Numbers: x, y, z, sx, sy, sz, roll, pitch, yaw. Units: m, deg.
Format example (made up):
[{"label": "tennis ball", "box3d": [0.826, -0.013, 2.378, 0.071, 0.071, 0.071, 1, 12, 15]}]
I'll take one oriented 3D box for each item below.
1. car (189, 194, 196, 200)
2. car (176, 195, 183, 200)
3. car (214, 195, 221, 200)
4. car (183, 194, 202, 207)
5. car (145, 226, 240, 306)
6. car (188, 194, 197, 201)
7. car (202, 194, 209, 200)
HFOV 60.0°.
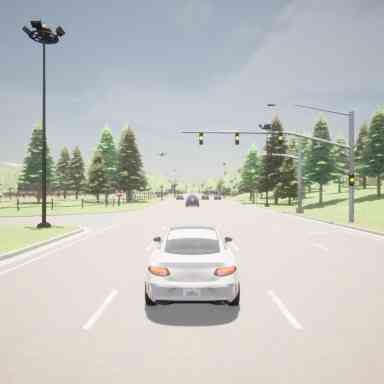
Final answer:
[{"label": "car", "box3d": [0.144, 1.332, 92.832, 1.837, 1.490, 4.892, 0, 0, 0]}, {"label": "car", "box3d": [-3.356, 1.553, 93.217, 1.994, 1.385, 4.181, 0, 0, 0]}, {"label": "car", "box3d": [7.144, 1.525, 93.234, 2.128, 1.511, 4.902, 0, 0, 0]}, {"label": "car", "box3d": [0.080, 1.352, 51.769, 2.097, 1.767, 4.553, 0, 0, 0]}, {"label": "car", "box3d": [0.018, 1.526, 7.895, 1.812, 1.442, 4.674, 0, 0, 0]}, {"label": "car", "box3d": [0.128, 1.348, 82.798, 2.097, 1.767, 4.553, 0, 0, 0]}, {"label": "car", "box3d": [3.644, 1.355, 93.209, 2.097, 1.767, 4.553, 0, 0, 0]}]
